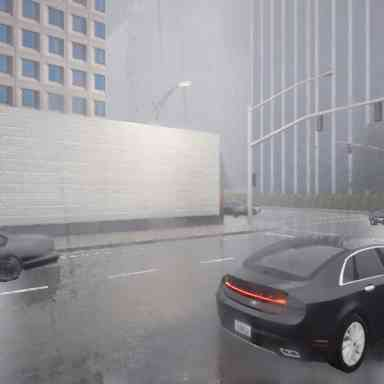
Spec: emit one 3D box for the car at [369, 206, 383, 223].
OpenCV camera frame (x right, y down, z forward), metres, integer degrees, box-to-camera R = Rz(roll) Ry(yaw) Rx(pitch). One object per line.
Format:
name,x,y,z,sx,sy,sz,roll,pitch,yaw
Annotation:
car,13.849,1.534,22.462,4.892,1.490,1.837,0,0,-35

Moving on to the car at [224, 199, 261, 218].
car,3.592,1.603,31.555,2.033,1.411,5.357,0,0,-36

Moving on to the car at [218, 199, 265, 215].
car,5.157,1.547,35.386,2.128,1.511,4.902,0,0,-36

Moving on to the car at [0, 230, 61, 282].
car,-6.171,1.547,8.189,5.357,1.411,2.033,0,0,-35

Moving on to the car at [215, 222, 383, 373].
car,2.636,1.505,5.676,4.892,1.490,1.837,0,0,-35
